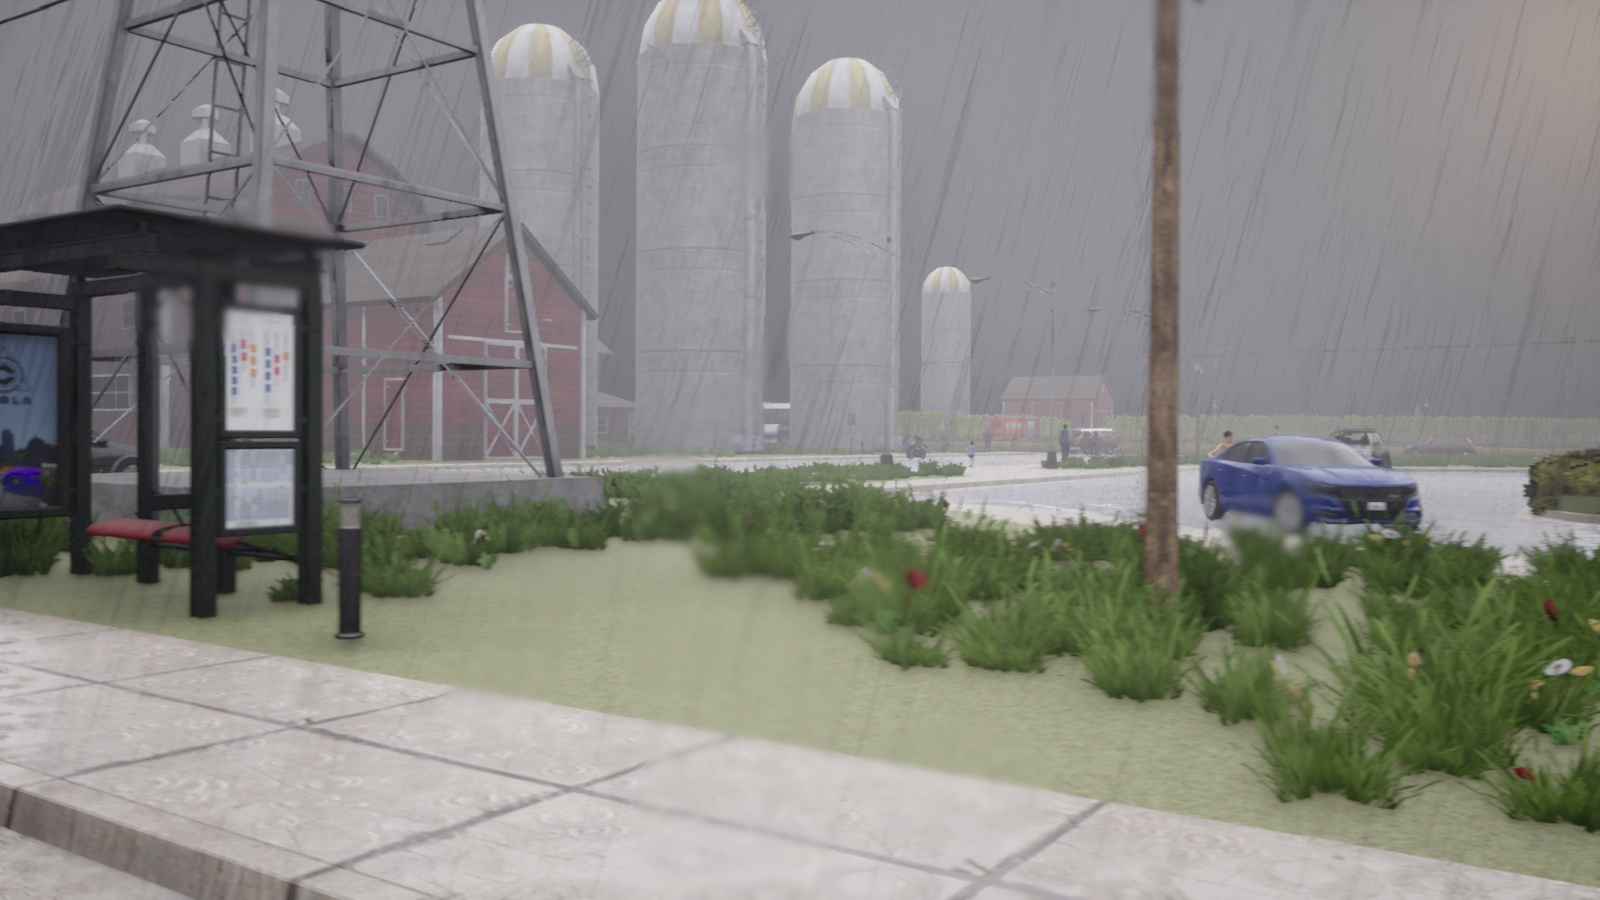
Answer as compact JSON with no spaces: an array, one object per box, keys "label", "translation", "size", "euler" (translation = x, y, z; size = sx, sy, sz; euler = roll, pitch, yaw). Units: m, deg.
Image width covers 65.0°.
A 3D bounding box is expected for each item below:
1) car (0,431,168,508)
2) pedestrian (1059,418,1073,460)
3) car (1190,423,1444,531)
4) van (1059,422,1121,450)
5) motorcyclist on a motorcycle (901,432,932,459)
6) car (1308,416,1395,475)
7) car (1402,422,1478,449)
[{"label":"car","translation":[-16.783,0.393,28.480],"size":[1.851,1.617,3.988],"euler":[0,1,33]},{"label":"pedestrian","translation":[12.172,-0.507,57.430],"size":[0.396,1.930,0.692],"euler":[0,1,31]},{"label":"car","translation":[8.224,0.354,20.571],"size":[1.882,1.535,5.008],"euler":[-1,1,-3]},{"label":"van","translation":[21.771,-1.029,94.219],"size":[4.480,2.038,2.069],"euler":[-1,0,-35]},{"label":"motorcyclist on a motorcycle","translation":[6.652,-0.272,71.647],"size":[0.866,1.530,2.191],"euler":[0,1,33]},{"label":"car","translation":[18.452,-0.191,41.921],"size":[1.932,1.855,4.605],"euler":[0,1,33]},{"label":"car","translation":[44.380,-1.000,87.059],"size":[4.553,1.767,2.097],"euler":[0,1,31]}]
